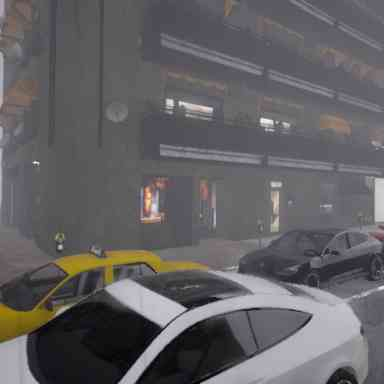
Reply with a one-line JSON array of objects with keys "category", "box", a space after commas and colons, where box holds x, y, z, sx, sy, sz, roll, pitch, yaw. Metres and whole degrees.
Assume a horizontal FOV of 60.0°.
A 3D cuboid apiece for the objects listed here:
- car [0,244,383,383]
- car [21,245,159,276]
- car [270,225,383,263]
[{"category": "car", "box": [-0.280, 1.526, 2.868, 4.674, 1.442, 1.812, 0, 0, -35]}, {"category": "car", "box": [-1.647, 1.526, 4.909, 4.829, 1.417, 1.752, 0, 1, -35]}, {"category": "car", "box": [3.115, 1.567, 8.291, 4.313, 1.339, 1.947, 0, 1, -35]}]
